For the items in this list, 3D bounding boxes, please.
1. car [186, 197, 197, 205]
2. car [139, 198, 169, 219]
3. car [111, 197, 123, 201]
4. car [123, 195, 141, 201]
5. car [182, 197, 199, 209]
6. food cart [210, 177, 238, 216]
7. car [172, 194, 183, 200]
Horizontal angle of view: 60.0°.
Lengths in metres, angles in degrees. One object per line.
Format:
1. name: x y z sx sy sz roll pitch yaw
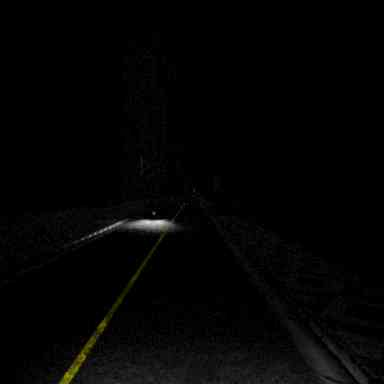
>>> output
1. car: -0.009 1.626 62.130 1.994 1.385 4.181 0 0 0
2. car: -3.104 1.492 29.617 2.128 1.511 4.902 0 0 0
3. car: -19.021 1.832 87.055 4.313 1.339 1.947 0 -2 0
4. car: -13.555 1.462 78.545 4.097 1.590 1.967 0 -2 -1
5. car: 0.033 1.573 46.395 2.033 1.411 5.357 0 0 1
6. food cart: 3.082 0.470 33.195 2.280 3.560 4.660 -2 -2 0
7. car: -3.010 1.056 70.430 2.097 1.767 4.553 0 0 0
